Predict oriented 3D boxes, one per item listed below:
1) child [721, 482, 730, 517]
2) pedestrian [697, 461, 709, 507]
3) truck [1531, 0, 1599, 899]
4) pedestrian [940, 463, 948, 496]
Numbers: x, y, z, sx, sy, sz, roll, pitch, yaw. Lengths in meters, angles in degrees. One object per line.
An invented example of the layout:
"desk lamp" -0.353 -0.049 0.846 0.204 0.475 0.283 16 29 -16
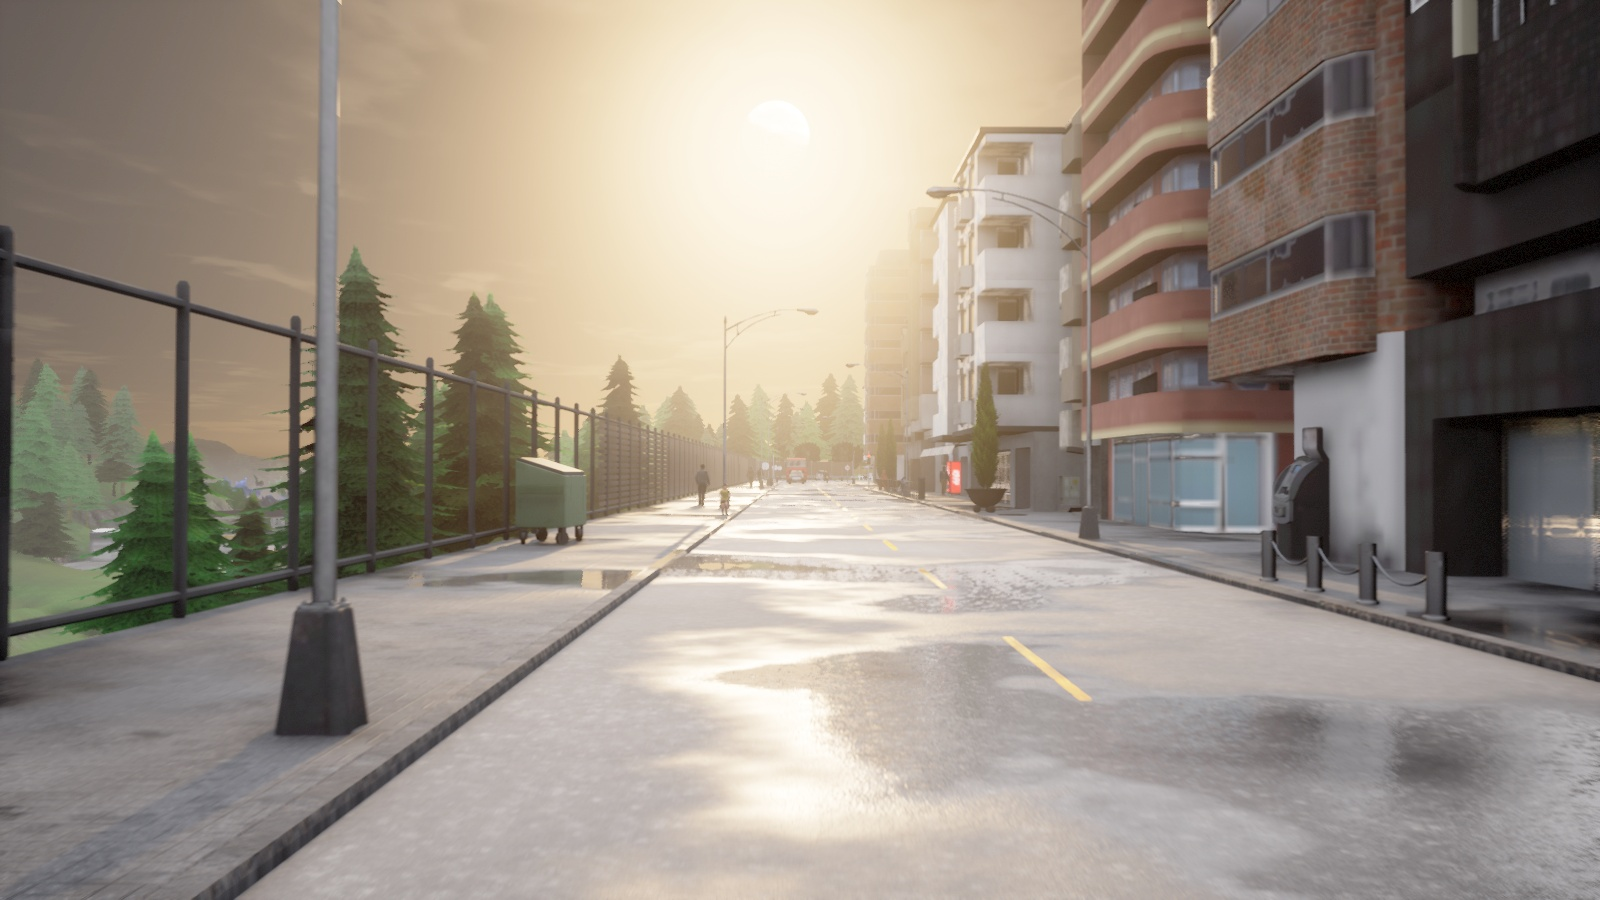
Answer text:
"child" -2.403 1.592 40.464 0.255 1.110 0.394 0 -1 -5
"pedestrian" -4.109 1.431 53.142 0.423 1.949 0.788 0 -1 0
"truck" 3.997 -0.177 0.369 2.891 3.462 7.936 0 -1 0
"pedestrian" 8.588 1.745 74.958 0.423 1.949 0.788 0 -1 3
